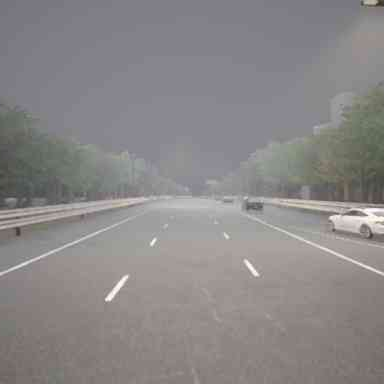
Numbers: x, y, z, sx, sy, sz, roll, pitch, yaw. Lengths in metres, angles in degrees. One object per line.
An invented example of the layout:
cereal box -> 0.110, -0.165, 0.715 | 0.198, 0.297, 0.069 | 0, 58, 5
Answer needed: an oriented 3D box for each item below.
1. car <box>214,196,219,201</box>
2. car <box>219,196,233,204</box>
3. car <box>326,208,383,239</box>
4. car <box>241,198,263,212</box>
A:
car -> 7.199, 1.769, 91.895 | 1.812, 1.442, 4.674 | 0, -1, 0
car -> 7.076, 1.656, 66.951 | 1.895, 1.301, 4.718 | 0, 0, 0
car -> 8.935, 1.547, 17.332 | 1.812, 1.442, 4.674 | 0, 0, -11
car -> 7.047, 1.494, 39.254 | 1.882, 1.535, 5.008 | 0, 0, 0
